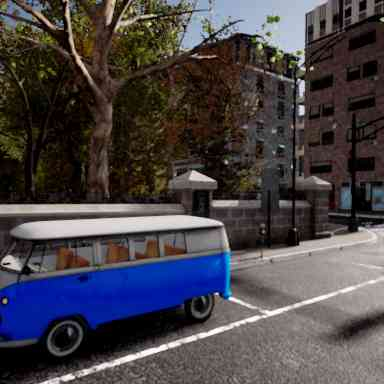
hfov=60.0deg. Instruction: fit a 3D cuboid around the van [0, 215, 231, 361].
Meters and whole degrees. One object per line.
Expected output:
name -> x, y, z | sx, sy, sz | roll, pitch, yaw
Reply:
van -> -1.187, 1.343, 5.655 | 3.998, 1.788, 1.690 | 0, 1, -36
